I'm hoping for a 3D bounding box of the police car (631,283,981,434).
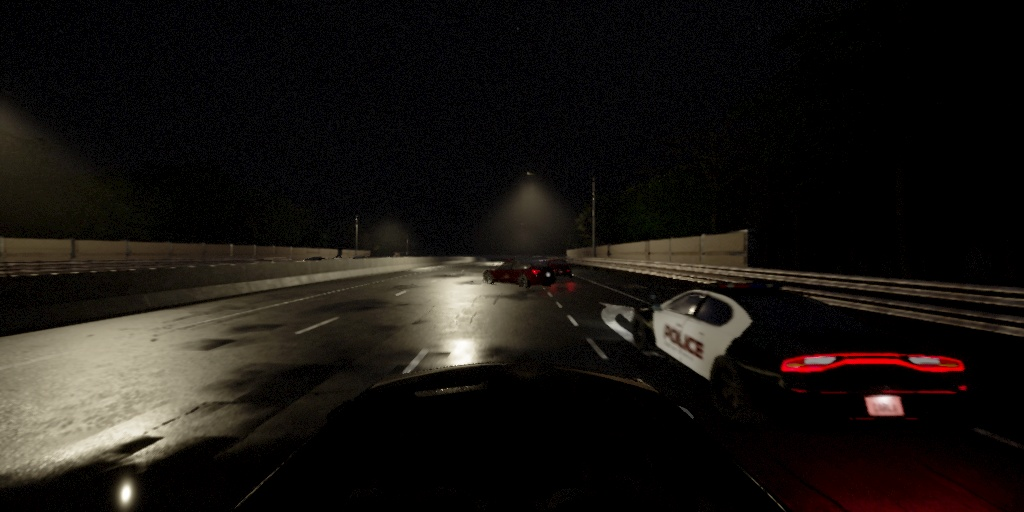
[{"bbox_3d":[3.500,1.194,5.778,2.038,1.542,4.974,0,1,0],"label":"police car"}]

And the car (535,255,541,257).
[{"bbox_3d":[3.500,0.895,38.826,1.994,1.385,4.181,0,0,0],"label":"car"}]

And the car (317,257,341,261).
[{"bbox_3d":[-24.541,0.873,49.684,1.994,1.385,4.181,0,0,1],"label":"car"}]

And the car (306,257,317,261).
[{"bbox_3d":[-28.035,0.837,51.408,1.812,1.442,4.674,0,0,1],"label":"car"}]

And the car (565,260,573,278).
[{"bbox_3d":[3.500,0.928,27.811,1.812,1.442,4.674,0,1,0],"label":"car"}]

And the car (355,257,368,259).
[{"bbox_3d":[-21.046,0.836,49.740,1.812,1.442,4.674,0,0,1],"label":"car"}]

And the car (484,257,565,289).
[{"bbox_3d":[0.367,0.981,20.561,2.163,1.488,4.792,-1,1,-41],"label":"car"}]
